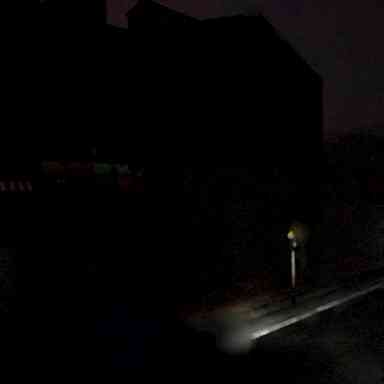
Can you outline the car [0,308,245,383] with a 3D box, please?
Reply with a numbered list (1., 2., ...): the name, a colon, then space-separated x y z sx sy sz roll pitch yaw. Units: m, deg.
1. car: -1.790 1.484 1.919 5.008 1.535 1.882 -1 0 -38
